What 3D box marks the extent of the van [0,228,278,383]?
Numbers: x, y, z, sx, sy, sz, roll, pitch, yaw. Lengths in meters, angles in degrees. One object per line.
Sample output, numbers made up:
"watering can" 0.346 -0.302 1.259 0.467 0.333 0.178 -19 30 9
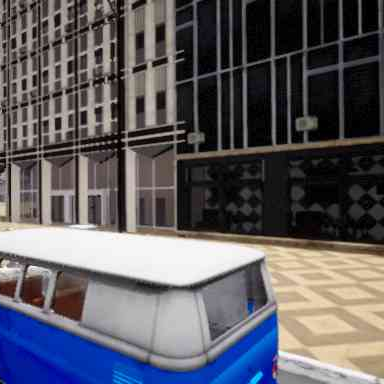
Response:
"van" -1.078 1.367 3.647 3.998 1.788 1.690 -1 -1 36
